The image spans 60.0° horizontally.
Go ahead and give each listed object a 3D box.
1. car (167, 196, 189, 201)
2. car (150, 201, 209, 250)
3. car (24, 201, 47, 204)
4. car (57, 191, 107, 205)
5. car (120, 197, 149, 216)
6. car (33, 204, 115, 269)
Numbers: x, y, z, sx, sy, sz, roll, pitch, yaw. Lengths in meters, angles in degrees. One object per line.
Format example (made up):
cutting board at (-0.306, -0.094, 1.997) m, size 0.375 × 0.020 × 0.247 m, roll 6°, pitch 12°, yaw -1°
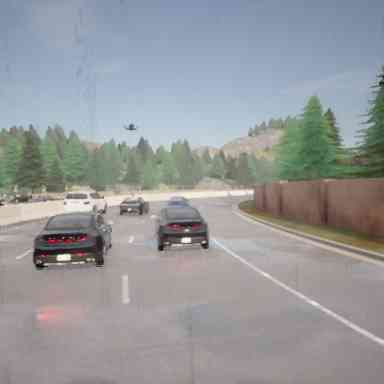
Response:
car at (-1.319, 1.127, 30.779) m, size 1.812 × 1.442 × 4.674 m, roll -1°, pitch 1°, yaw 2°
car at (-0.566, 1.327, 13.495) m, size 1.837 × 1.490 × 4.892 m, roll -1°, pitch 1°, yaw -9°
car at (-18.177, 1.203, 40.253) m, size 2.033 × 1.411 × 5.357 m, roll -1°, pitch 1°, yaw 8°
car at (-8.454, 0.952, 26.735) m, size 2.150 × 2.045 × 5.566 m, roll -1°, pitch 1°, yaw 0°
car at (-4.874, 1.160, 28.560) m, size 2.128 × 1.511 × 4.902 m, roll -1°, pitch 1°, yaw 1°
car at (-3.685, 1.395, 10.865) m, size 1.837 × 1.490 × 4.892 m, roll -1°, pitch 1°, yaw -10°
